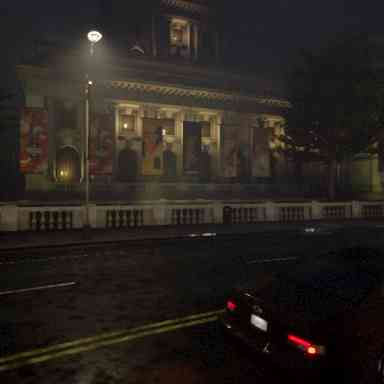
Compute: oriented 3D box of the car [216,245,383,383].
[{"bbox_3d":[3.000,1.549,4.974,5.357,1.411,2.033,0,0,-27],"label":"car"}]
